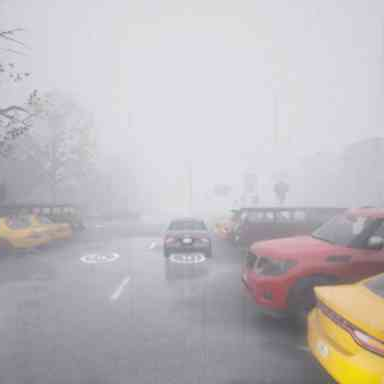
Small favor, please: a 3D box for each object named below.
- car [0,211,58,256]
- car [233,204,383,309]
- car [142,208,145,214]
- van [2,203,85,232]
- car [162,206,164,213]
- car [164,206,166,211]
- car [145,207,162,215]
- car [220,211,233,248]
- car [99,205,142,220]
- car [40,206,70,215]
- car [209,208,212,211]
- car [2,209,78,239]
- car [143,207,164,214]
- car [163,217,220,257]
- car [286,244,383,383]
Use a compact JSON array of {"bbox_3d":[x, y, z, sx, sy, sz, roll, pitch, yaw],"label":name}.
[{"bbox_3d":[-8.715,1.710,13.728,5.366,1.575,1.946,0,-1,-1],"label":"car"},{"bbox_3d":[3.802,1.310,6.542,5.566,2.045,2.435,0,-1,-1],"label":"car"},{"bbox_3d":[-8.892,2.622,43.135,4.553,1.767,2.185,0,-2,0],"label":"car"},{"bbox_3d":[-8.477,1.624,19.191,4.442,1.987,1.878,0,-2,-1],"label":"van"},{"bbox_3d":[-8.938,3.950,70.715,4.892,1.521,2.231,0,-2,0],"label":"car"},{"bbox_3d":[-8.960,4.091,73.986,5.008,1.535,2.097,0,-2,0],"label":"car"},{"bbox_3d":[-8.931,3.846,67.441,4.674,1.452,2.002,0,-2,0],"label":"car"},{"bbox_3d":[3.684,1.622,15.767,4.553,1.767,2.185,0,-2,-1],"label":"car"},{"bbox_3d":[-8.809,2.651,39.961,4.674,1.452,2.002,0,-2,-1],"label":"car"},{"bbox_3d":[-22.478,3.048,54.706,4.181,1.385,1.994,1,0,0],"label":"car"},{"bbox_3d":[3.866,1.821,18.683,5.366,1.575,1.946,0,-2,-1],"label":"car"},{"bbox_3d":[-8.746,1.774,16.388,5.366,1.575,1.946,0,-2,-1],"label":"car"},{"bbox_3d":[-8.961,4.268,77.129,4.674,1.452,2.002,0,-2,0],"label":"car"},{"bbox_3d":[-0.188,1.780,14.032,2.033,1.411,5.357,0,-1,-1],"label":"car"},{"bbox_3d":[3.874,1.522,3.622,5.008,1.535,2.097,0,-1,-1],"label":"car"}]
